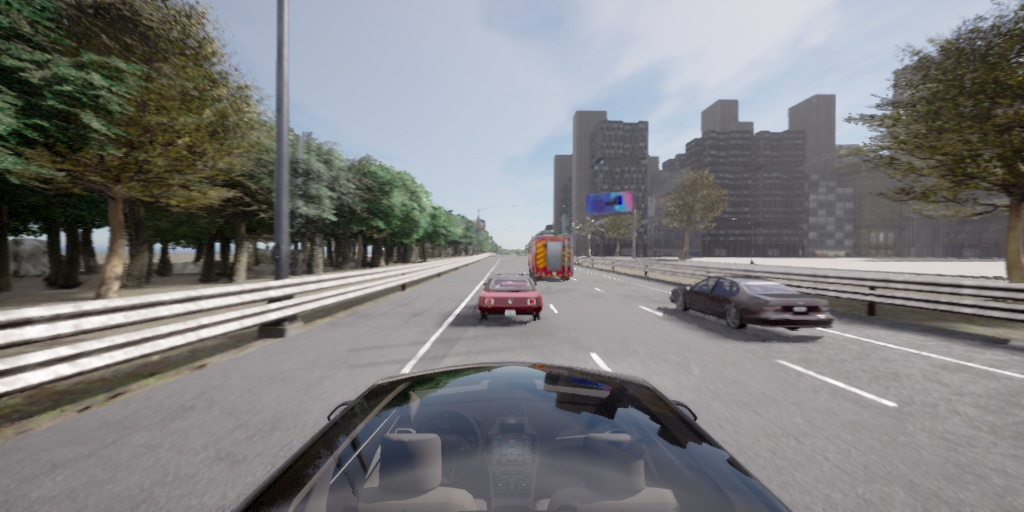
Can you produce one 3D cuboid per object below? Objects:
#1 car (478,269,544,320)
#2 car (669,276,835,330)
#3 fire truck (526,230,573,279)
[{"bbox_3d":[-0.072,1.323,12.498,1.895,1.301,4.718,0,0,-1],"label":"car"},{"bbox_3d":[6.947,1.324,11.203,2.033,1.411,5.357,0,0,-1],"label":"car"},{"bbox_3d":[3.098,-0.061,30.666,2.891,3.827,8.468,0,1,-1],"label":"fire truck"}]
